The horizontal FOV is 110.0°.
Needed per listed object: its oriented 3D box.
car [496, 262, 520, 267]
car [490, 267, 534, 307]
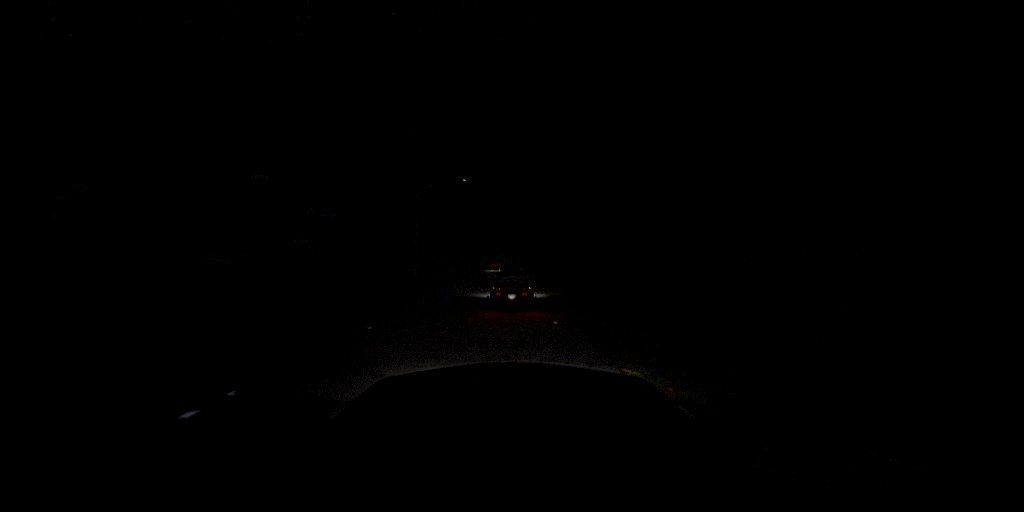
[{"bbox_3d":[-0.021,1.518,31.150,2.128,1.511,4.902,0,0,0],"label":"car"},{"bbox_3d":[-0.007,1.411,16.226,1.812,1.442,4.674,0,0,0],"label":"car"}]
